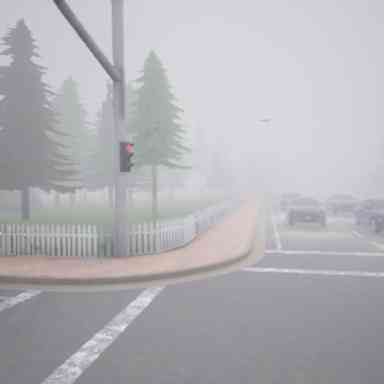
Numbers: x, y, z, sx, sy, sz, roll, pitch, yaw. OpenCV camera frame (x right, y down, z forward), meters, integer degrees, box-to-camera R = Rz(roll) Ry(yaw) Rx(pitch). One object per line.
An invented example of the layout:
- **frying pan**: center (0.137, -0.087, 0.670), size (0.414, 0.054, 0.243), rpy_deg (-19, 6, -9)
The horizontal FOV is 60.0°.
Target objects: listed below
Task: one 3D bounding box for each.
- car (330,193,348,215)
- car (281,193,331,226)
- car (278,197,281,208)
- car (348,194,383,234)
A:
- **car**: center (11.404, 0.848, 25.409), size (1.882, 1.535, 5.008), rpy_deg (0, 1, 13)
- **car**: center (6.509, 1.020, 19.510), size (1.882, 1.535, 5.008), rpy_deg (0, 1, 12)
- **car**: center (8.749, 0.816, 29.530), size (2.128, 1.511, 4.902), rpy_deg (0, 1, 13)
- **car**: center (9.354, 1.048, 16.221), size (1.882, 1.535, 5.008), rpy_deg (0, 1, 13)
